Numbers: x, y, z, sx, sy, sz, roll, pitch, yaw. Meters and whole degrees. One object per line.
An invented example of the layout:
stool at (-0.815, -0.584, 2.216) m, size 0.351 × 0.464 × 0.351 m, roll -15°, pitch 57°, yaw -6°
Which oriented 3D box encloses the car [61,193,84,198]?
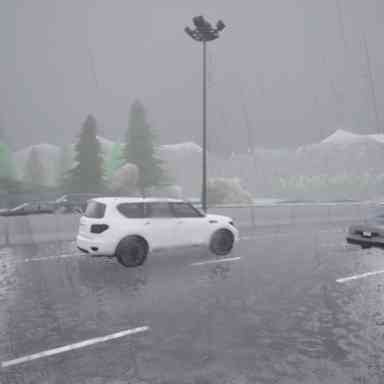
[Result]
car at (-9.584, 1.141, 26.850) m, size 5.566 × 2.045 × 2.150 m, roll 0°, pitch 0°, yaw -32°

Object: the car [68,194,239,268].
car at (-0.995, 1.189, 11.355) m, size 5.566 × 2.045 × 2.150 m, roll 0°, pitch 0°, yaw -33°

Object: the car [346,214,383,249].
car at (8.363, 1.521, 12.956) m, size 5.357 × 1.411 × 2.033 m, roll 0°, pitch 0°, yaw -29°

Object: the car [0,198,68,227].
car at (-10.554, 1.407, 22.042) m, size 5.008 × 1.535 × 1.882 m, roll 0°, pitch 0°, yaw -33°

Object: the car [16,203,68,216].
car at (-7.583, 1.539, 19.806) m, size 4.718 × 1.301 × 1.895 m, roll 0°, pitch 0°, yaw -33°
